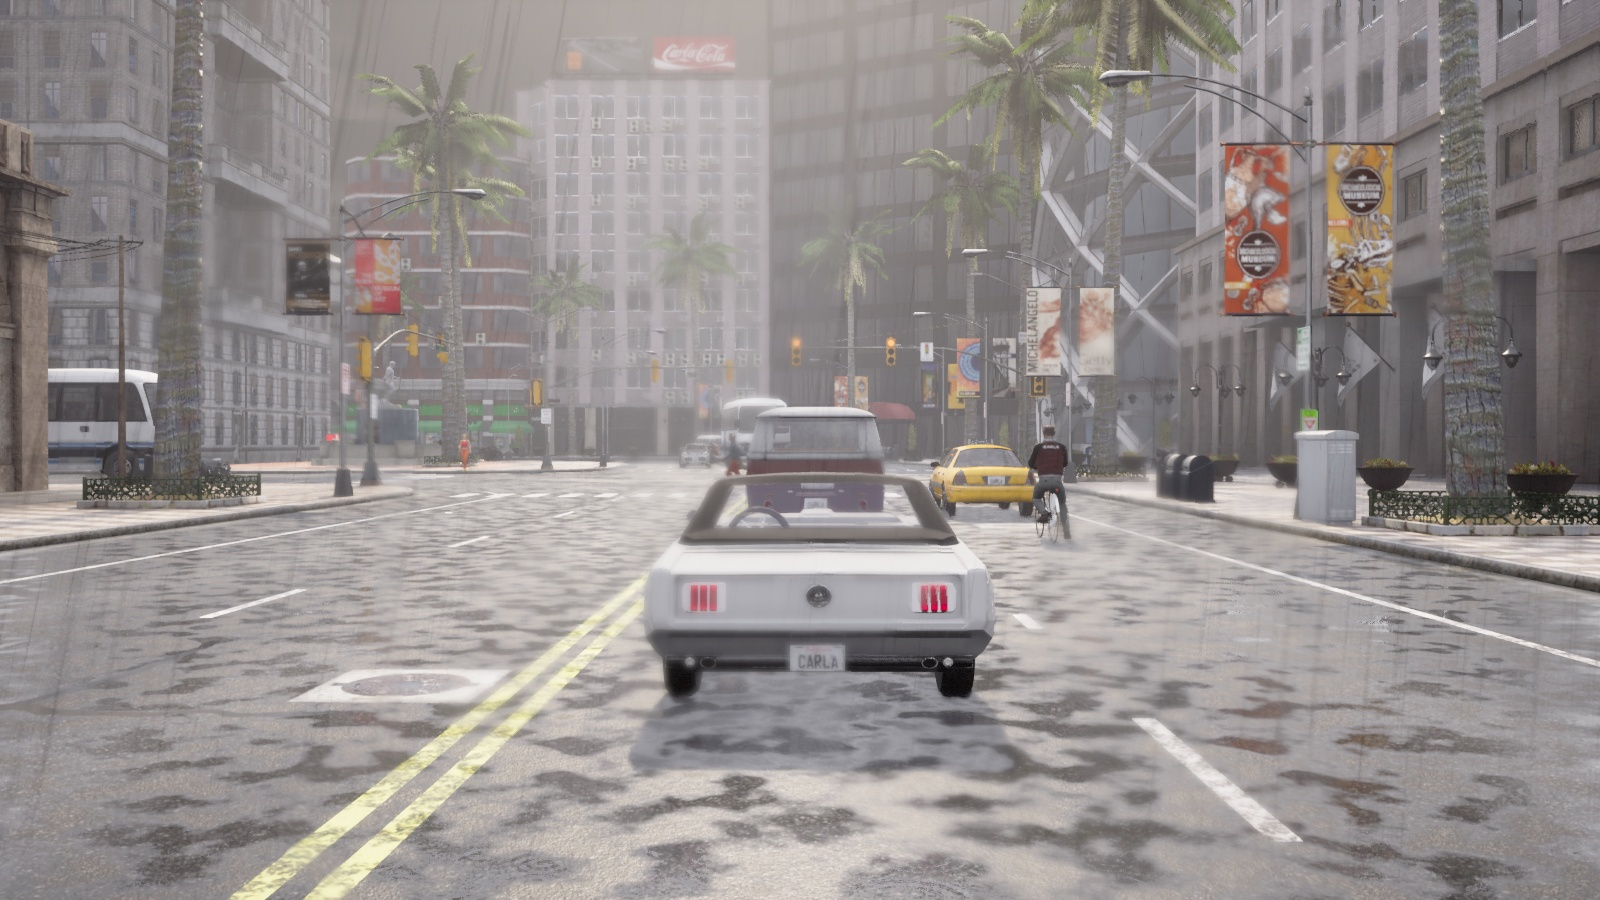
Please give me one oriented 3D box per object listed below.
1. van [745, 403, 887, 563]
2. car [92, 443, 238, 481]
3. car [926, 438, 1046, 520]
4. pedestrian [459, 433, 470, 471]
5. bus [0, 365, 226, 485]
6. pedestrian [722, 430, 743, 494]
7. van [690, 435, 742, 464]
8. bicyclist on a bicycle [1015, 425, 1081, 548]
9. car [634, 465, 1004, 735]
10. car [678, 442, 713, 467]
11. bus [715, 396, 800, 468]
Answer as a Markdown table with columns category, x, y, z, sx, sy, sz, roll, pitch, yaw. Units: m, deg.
| category | x | y | z | sx | sy | sz | roll | pitch | yaw |
| --- | --- | --- | --- | --- | --- | --- | --- | --- | --- |
| van | 0.224 | 0.399 | 17.841 | 1.775 | 1.987 | 4.442 | 0 | 0 | 1 |
| car | -25.251 | 0.449 | 49.998 | 4.892 | 1.490 | 1.837 | 0 | 0 | 1 |
| car | 3.818 | 0.538 | 26.653 | 1.801 | 1.575 | 5.366 | 0 | 0 | 1 |
| pedestrian | -16.390 | 0.086 | 61.352 | 0.345 | 1.836 | 0.594 | 0 | 0 | 0 |
| bus | -27.301 | -0.914 | 46.485 | 10.273 | 4.253 | 3.944 | 0 | 0 | 0 |
| pedestrian | -1.959 | 0.346 | 36.447 | 0.614 | 1.847 | 0.353 | 0 | 0 | -1 |
| van | -6.039 | -0.043 | 89.968 | 2.069 | 2.038 | 4.480 | 0 | 0 | -28 |
| bicyclist on a bicycle | 3.738 | 0.512 | 19.057 | 0.659 | 1.776 | 1.843 | 0 | 1 | 1 |
| car | 0.125 | 0.797 | 8.803 | 1.895 | 1.301 | 4.718 | 0 | 0 | 1 |
| car | -6.275 | 0.279 | 75.854 | 1.970 | 1.475 | 3.806 | 0 | 0 | -3 |
| bus | -2.826 | -1.077 | 78.842 | 3.944 | 4.253 | 10.273 | 0 | 0 | -10 |
